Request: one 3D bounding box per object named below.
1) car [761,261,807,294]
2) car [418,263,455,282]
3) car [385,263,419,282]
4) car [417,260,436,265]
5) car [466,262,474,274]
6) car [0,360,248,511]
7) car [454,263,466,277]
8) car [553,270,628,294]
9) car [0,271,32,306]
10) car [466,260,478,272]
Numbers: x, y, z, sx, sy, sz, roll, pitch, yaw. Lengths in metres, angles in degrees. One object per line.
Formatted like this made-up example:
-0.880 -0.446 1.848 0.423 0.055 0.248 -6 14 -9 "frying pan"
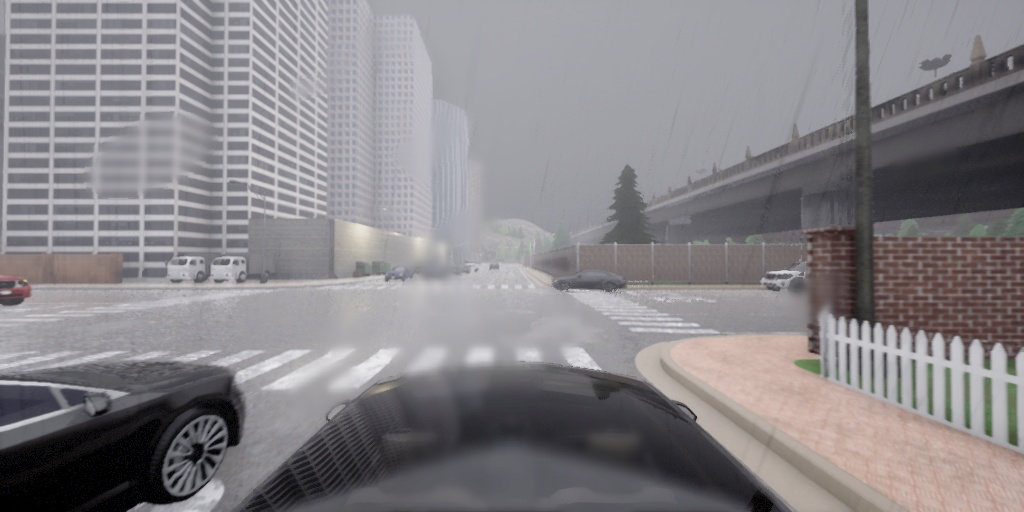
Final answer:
18.823 1.287 22.419 5.566 2.045 2.150 0 -1 0 "car"
-7.183 1.708 34.722 2.033 1.411 5.357 0 -1 0 "car"
-10.683 1.684 34.513 1.812 1.442 4.674 0 -1 0 "car"
-10.707 1.500 44.218 2.150 2.045 5.566 0 -1 0 "car"
-7.208 1.944 52.356 1.994 1.385 4.181 0 -1 0 "car"
-3.563 1.240 1.558 2.128 1.511 4.902 0 -1 1 "car"
-7.205 1.840 43.959 1.994 1.385 4.181 0 -1 0 "car"
4.990 1.592 23.033 4.674 1.442 1.812 0 0 13 "car"
-24.183 1.195 15.192 5.566 2.045 2.150 0 -1 0 "car"
-7.171 1.734 63.006 2.150 2.045 5.566 0 -1 0 "car"
